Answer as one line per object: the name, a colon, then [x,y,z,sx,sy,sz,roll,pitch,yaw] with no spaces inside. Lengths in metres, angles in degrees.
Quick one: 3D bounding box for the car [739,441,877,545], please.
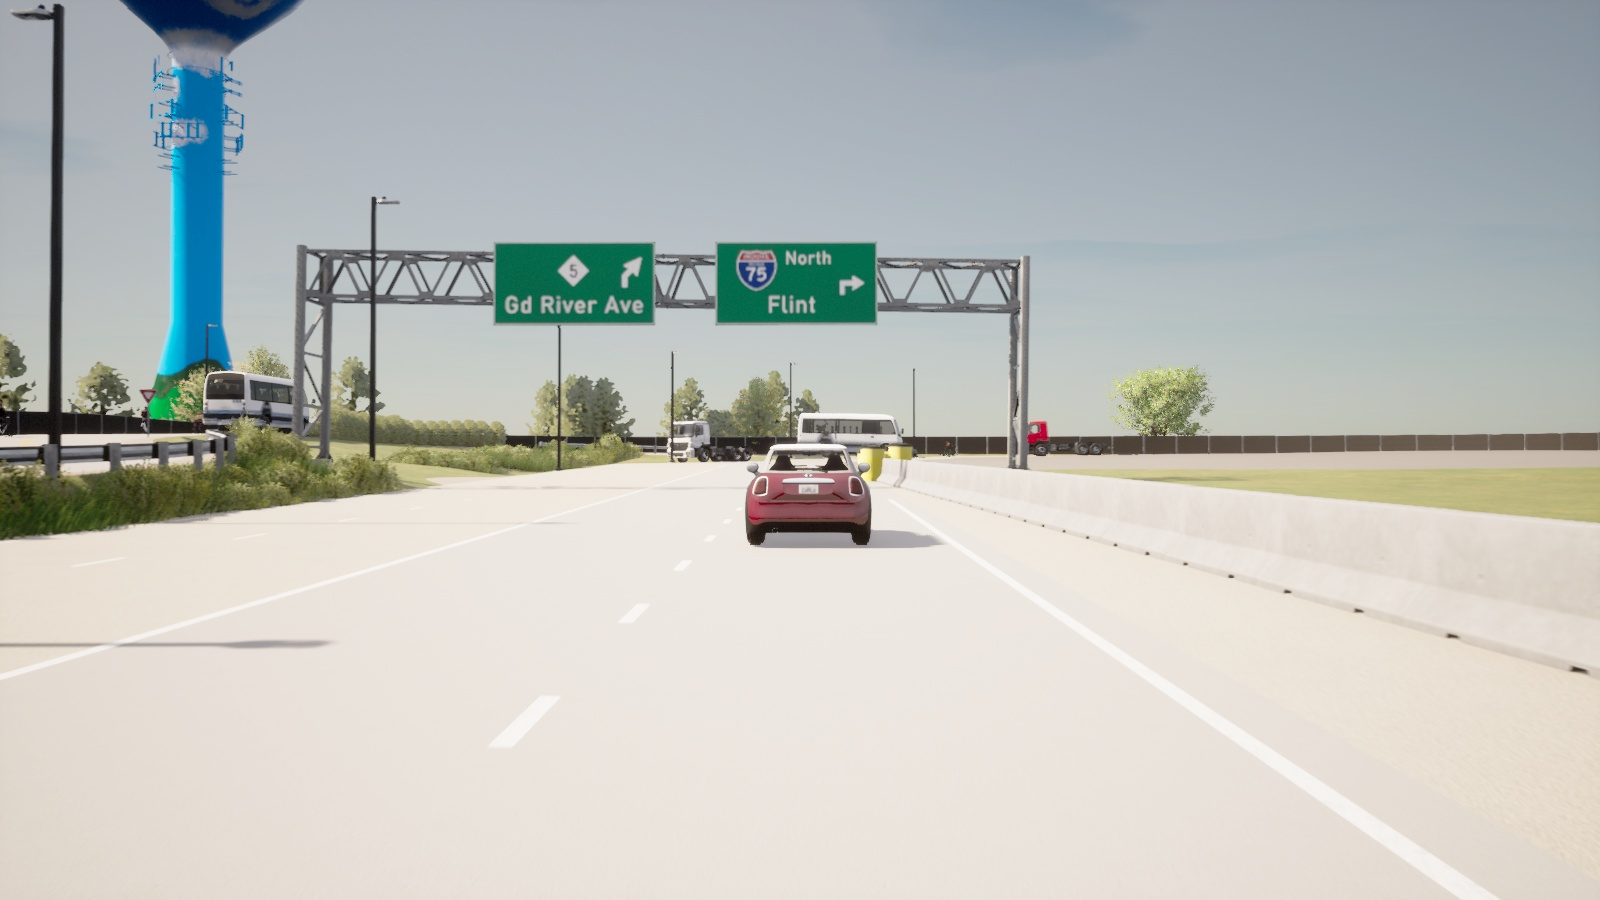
car: [0.129,0.599,19.809,1.970,1.475,3.806,0,0,0]
